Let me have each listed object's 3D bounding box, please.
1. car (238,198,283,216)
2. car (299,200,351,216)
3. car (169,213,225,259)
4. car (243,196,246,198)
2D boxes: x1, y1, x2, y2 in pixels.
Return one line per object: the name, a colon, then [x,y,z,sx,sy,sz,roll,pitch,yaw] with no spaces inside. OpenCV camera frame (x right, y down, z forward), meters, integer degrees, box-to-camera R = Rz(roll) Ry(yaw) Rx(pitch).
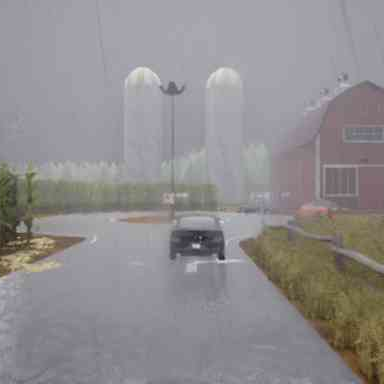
car: [7.075,1.705,34.736,4.674,1.442,1.812,0,0,34]
car: [11.458,1.504,28.320,4.553,1.767,2.097,0,0,-22]
car: [0.257,1.565,12.959,1.882,1.535,5.008,0,0,3]
car: [12.811,1.797,85.175,1.994,1.381,4.181,0,0,-1]
